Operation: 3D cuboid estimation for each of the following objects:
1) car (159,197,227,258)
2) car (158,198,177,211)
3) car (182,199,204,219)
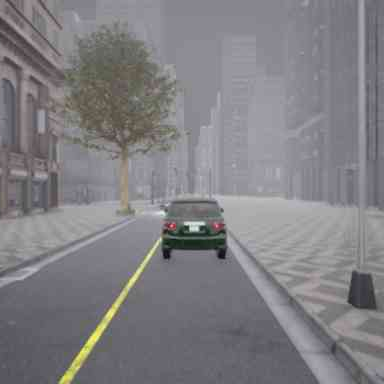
[{"bbox_3d":[0.084,1.216,12.815,2.150,2.045,5.566,0,0,0],"label":"car"},{"bbox_3d":[-3.091,1.508,42.603,2.128,1.511,4.902,0,0,0],"label":"car"},{"bbox_3d":[0.087,1.479,30.393,1.882,1.535,5.008,0,0,0],"label":"car"}]
